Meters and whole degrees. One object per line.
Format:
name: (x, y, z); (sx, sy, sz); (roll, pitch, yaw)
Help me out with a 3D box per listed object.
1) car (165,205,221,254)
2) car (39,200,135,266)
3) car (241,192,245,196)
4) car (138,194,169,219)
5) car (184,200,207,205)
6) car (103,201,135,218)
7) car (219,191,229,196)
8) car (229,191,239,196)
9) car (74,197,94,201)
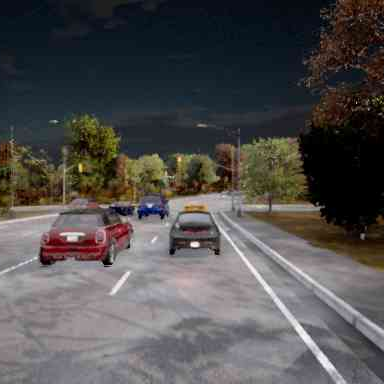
car: (0.097, 1.485, 13.382); (1.837, 1.490, 4.892); (0, 0, 0)
car: (-3.403, 1.334, 11.592); (2.097, 1.767, 4.553); (0, 0, 0)
car: (15.922, 0.251, 92.043); (1.882, 1.535, 5.008); (0, 3, 30)
car: (-3.253, 1.226, 28.906); (2.150, 2.045, 5.566); (0, 0, 1)
car: (0.282, 1.485, 29.621); (1.882, 1.535, 5.008); (0, -1, 2)
car: (-6.829, 1.614, 31.679); (1.895, 1.301, 4.718); (0, 0, 2)
car: (9.328, 0.391, 94.588); (1.812, 1.442, 4.674); (0, 3, 28)
car: (12.818, 0.334, 93.663); (1.994, 1.385, 4.181); (0, 3, 30)
car: (-10.338, 1.364, 31.315); (2.097, 1.767, 4.553); (0, 0, 2)
